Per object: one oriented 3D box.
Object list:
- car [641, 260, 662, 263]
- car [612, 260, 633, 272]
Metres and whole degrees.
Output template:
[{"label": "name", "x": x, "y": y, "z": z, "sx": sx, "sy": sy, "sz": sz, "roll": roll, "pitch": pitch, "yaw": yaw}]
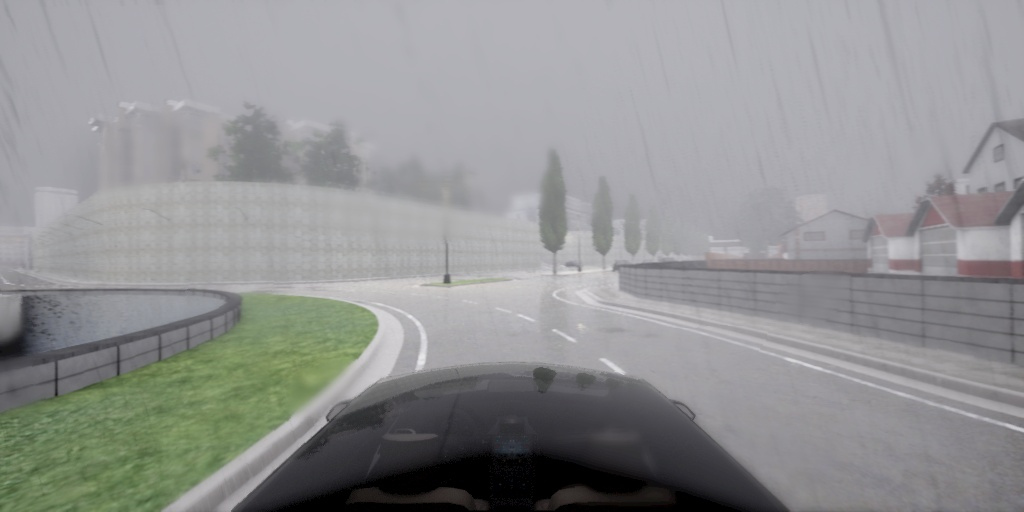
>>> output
[{"label": "car", "x": 19.153, "y": 1.632, "z": 50.228, "sx": 1.895, "sy": 1.301, "sz": 4.718, "roll": -1, "pitch": -1, "yaw": 34}, {"label": "car", "x": 16.236, "y": 1.420, "z": 52.165, "sx": 2.097, "sy": 1.767, "sz": 4.553, "roll": -1, "pitch": -1, "yaw": 34}]
